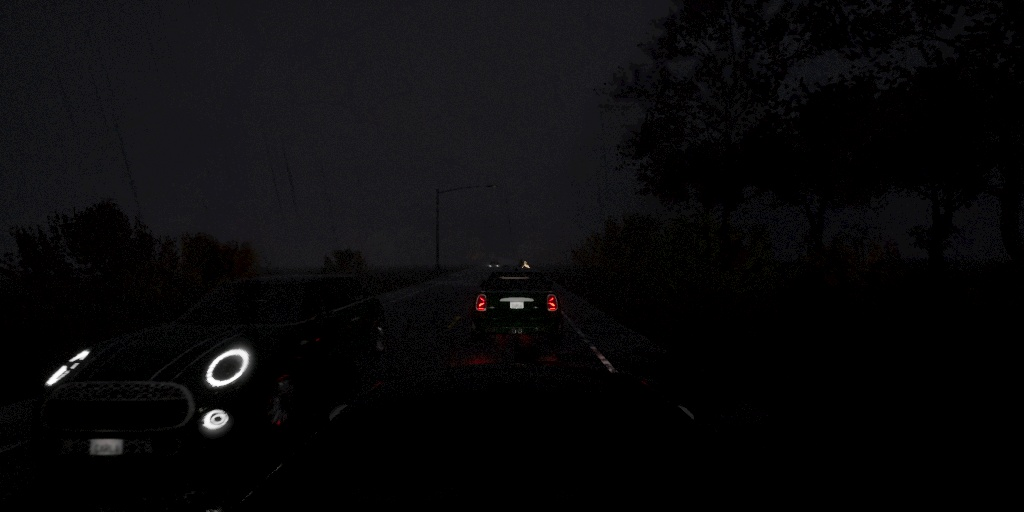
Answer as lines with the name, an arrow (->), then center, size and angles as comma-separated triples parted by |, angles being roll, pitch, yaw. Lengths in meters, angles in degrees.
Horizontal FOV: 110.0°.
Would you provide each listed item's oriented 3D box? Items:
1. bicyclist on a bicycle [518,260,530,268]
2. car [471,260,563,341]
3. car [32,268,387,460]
bicyclist on a bicycle -> 0.960, 1.177, 25.825 | 0.866, 1.612, 1.509 | 0, 0, 1
car -> 0.108, 1.099, 10.002 | 2.097, 1.767, 4.553 | 0, 0, 0
car -> -3.598, 1.100, 5.427 | 2.097, 1.767, 4.553 | 0, 0, 0
